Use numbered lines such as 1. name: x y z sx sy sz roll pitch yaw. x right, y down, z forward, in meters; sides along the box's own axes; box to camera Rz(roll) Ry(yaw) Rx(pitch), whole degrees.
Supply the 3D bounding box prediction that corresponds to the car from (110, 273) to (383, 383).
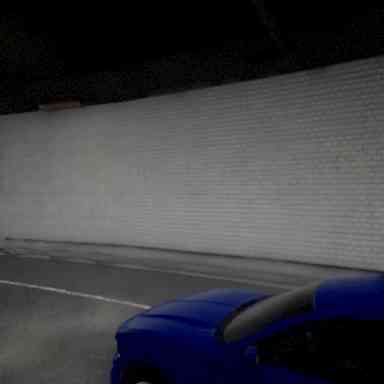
1. car: 1.491 1.447 2.633 5.008 1.535 1.882 0 0 35
